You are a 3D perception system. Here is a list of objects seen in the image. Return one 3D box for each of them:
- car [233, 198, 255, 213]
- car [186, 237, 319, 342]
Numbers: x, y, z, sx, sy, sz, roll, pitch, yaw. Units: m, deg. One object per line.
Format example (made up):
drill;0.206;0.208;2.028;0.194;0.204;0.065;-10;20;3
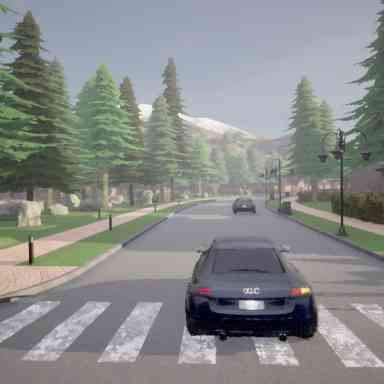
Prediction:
car;4.876;1.201;31.384;1.994;1.385;4.181;-1;1;6
car;1.038;1.576;6.610;1.994;1.385;4.181;-2;-1;6
